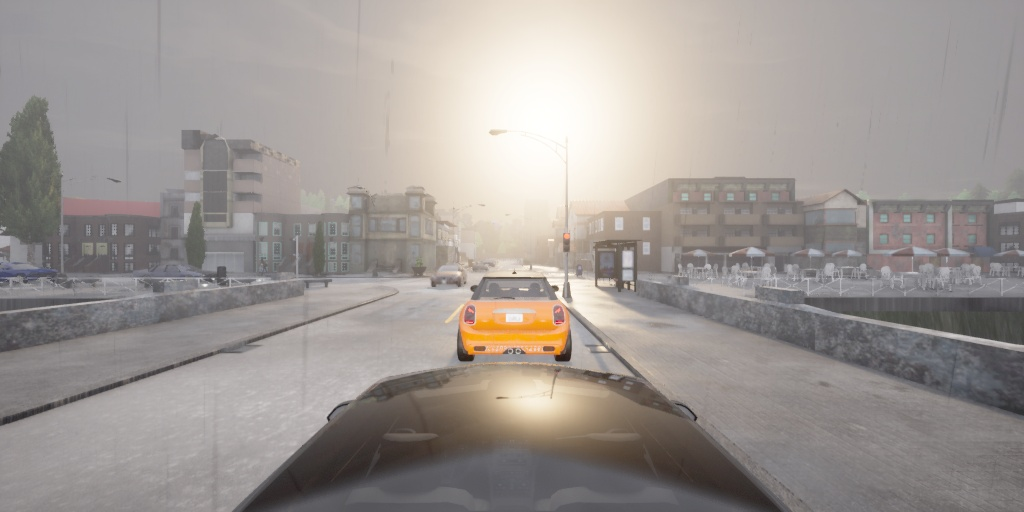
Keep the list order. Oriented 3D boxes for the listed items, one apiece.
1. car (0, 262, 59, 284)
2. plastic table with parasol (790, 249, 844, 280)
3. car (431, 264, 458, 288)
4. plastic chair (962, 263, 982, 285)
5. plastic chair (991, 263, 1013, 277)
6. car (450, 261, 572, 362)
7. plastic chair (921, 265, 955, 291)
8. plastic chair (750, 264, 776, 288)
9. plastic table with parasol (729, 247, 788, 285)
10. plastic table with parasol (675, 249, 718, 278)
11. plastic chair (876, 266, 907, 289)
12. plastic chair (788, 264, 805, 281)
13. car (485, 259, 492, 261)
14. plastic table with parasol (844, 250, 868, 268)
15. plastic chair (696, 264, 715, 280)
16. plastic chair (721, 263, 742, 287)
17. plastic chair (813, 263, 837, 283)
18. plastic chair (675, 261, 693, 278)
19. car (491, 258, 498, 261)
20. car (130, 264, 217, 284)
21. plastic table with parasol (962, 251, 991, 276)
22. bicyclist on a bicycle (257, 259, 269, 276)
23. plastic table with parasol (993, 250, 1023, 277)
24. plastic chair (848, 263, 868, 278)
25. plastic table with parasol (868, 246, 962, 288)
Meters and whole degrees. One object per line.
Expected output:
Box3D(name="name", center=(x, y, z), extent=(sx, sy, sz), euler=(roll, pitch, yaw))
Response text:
Box3D(name="car", center=(-36.302, 1.228, 26.211), extent=(5.008, 1.535, 1.882), euler=(0, 0, 0))
Box3D(name="plastic table with parasol", center=(22.897, 0.675, 27.509), extent=(2.482, 2.480, 2.482), euler=(0, 0, 0))
Box3D(name="car", center=(-4.093, 1.276, 23.856), extent=(1.812, 1.442, 4.674), euler=(0, 0, 0))
Box3D(name="plastic chair", center=(30.497, 1.279, 23.859), extent=(0.750, 1.272, 0.730), euler=(0, 0, 0))
Box3D(name="plastic chair", center=(45.497, 1.279, 33.358), extent=(0.730, 1.272, 0.750), euler=(0, 0, 0))
Box3D(name="car", center=(0.060, 1.102, 8.397), extent=(2.097, 1.767, 4.553), euler=(0, 0, 1))
Box3D(name="plastic chair", center=(23.697, 1.279, 19.959), extent=(0.750, 1.272, 0.730), euler=(0, 0, 0))
Box3D(name="plastic chair", center=(14.997, 1.279, 21.459), extent=(0.750, 1.272, 0.730), euler=(0, 0, 0))
Box3D(name="plastic table with parasol", center=(15.167, 0.675, 22.719), extent=(2.482, 2.480, 2.482), euler=(0, 0, 0))
Box3D(name="plastic table with parasol", center=(15.917, 0.675, 30.539), extent=(2.482, 2.480, 2.482), euler=(0, 0, 0))
Box3D(name="plastic chair", center=(22.597, 1.279, 21.359), extent=(0.730, 1.272, 0.750), euler=(0, 0, 0))
Box3D(name="plastic chair", center=(21.697, 1.279, 27.559), extent=(0.730, 1.272, 0.750), euler=(0, 0, 0))
Box3D(name="car", center=(-4.104, 1.351, 46.947), extent=(1.895, 1.301, 4.718), euler=(0, 0, 0))
Box3D(name="plastic table with parasol", center=(30.227, 0.675, 32.229), extent=(2.482, 2.480, 2.482), euler=(0, 0, 0))
Box3D(name="plastic chair", center=(15.797, 1.279, 29.259), extent=(0.750, 1.272, 0.730), euler=(0, 0, 0))
Box3D(name="plastic chair", center=(13.897, 1.279, 22.859), extent=(0.730, 1.272, 0.750), euler=(0, 0, 0))
Box3D(name="plastic chair", center=(22.797, 1.279, 26.159), extent=(0.750, 1.272, 0.730), euler=(0, 0, 0))
Box3D(name="plastic chair", center=(14.697, 1.279, 30.659), extent=(0.730, 1.272, 0.750), euler=(0, 0, 0))
Box3D(name="car", center=(-4.070, 1.227, 63.619), extent=(1.882, 1.535, 5.008), euler=(0, 0, 0))
Box3D(name="car", center=(-24.471, 1.297, 26.200), extent=(5.357, 1.411, 2.033), euler=(0, 0, 0))
Box3D(name="plastic table with parasol", center=(30.507, 0.675, 25.139), extent=(2.482, 2.480, 2.482), euler=(0, 0, 0))
Box3D(name="bicyclist on a bicycle", center=(-24.022, 1.099, 34.599), extent=(0.582, 1.620, 1.656), euler=(0, 0, 0))
Box3D(name="plastic table with parasol", center=(46.697, 0.675, 33.238), extent=(2.482, 2.480, 2.482), euler=(0, 0, 0))
Box3D(name="plastic chair", center=(29.897, 1.279, 30.859), extent=(0.750, 1.272, 0.730), euler=(0, 0, 0))
Box3D(name="plastic table with parasol", center=(23.797, 0.675, 21.309), extent=(2.482, 2.480, 2.482), euler=(0, 0, 0))
